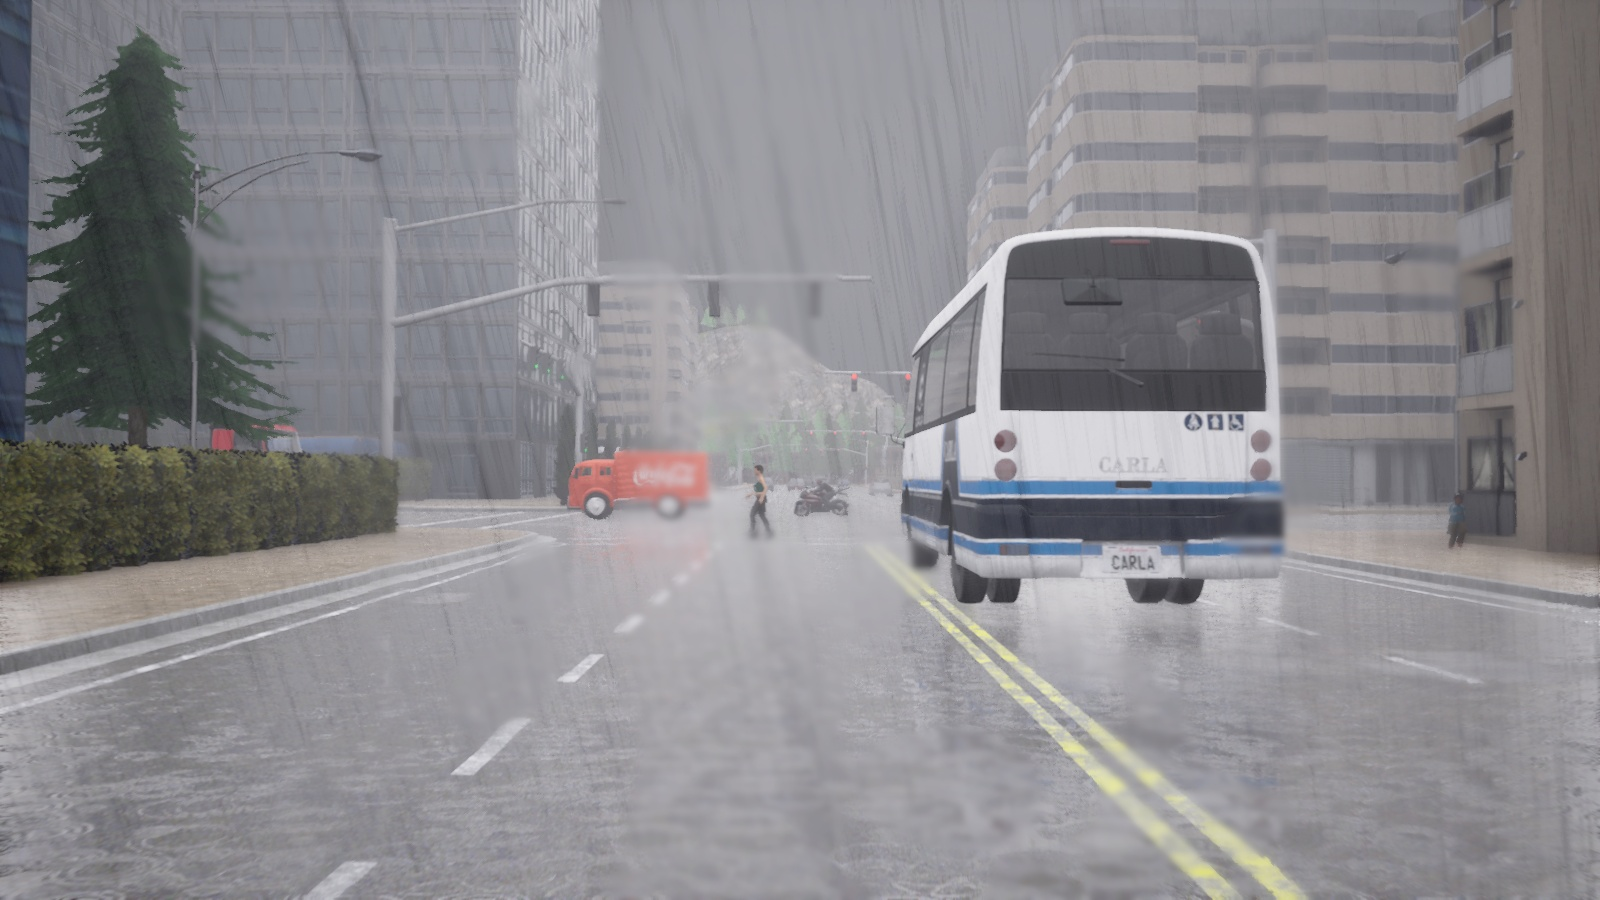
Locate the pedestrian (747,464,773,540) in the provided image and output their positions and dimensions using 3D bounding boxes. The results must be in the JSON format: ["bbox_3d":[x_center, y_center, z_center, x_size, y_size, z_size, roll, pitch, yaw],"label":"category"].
[{"bbox_3d":[-0.987,1.271,30.842,0.594,1.836,0.345,0,-1,6],"label":"pedestrian"}]

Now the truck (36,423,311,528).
[{"bbox_3d":[-21.331,0.870,43.083,7.936,3.462,2.891,0,-1,-1],"label":"truck"}]

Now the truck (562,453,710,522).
[{"bbox_3d":[-6.022,1.384,46.764,5.204,2.467,2.627,0,-1,-1],"label":"truck"}]

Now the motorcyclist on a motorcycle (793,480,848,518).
[{"bbox_3d":[0.805,1.956,50.339,2.191,1.530,0.866,0,-1,-1],"label":"motorcyclist on a motorcycle"}]

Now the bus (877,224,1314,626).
[{"bbox_3d":[3.449,-0.163,18.475,3.944,4.253,10.273,0,-1,0],"label":"bus"}]

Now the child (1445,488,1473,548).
[{"bbox_3d":[13.261,1.361,25.256,0.343,1.192,0.448,0,-1,6],"label":"child"}]
